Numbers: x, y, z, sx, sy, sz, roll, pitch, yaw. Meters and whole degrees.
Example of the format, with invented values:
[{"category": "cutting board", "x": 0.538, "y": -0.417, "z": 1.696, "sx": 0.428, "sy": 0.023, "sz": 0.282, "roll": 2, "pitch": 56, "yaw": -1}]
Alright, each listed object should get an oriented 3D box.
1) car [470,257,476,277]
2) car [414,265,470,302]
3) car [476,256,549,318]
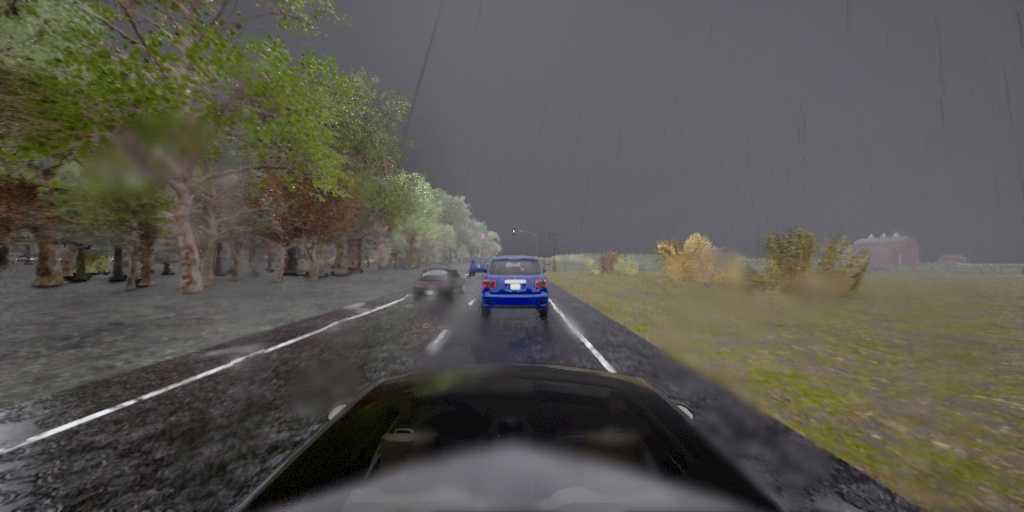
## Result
[{"category": "car", "x": -3.394, "y": 1.163, "z": 39.050, "sx": 2.150, "sy": 2.045, "sz": 5.566, "roll": 0, "pitch": 0, "yaw": 0}, {"category": "car", "x": -3.396, "y": 1.339, "z": 17.570, "sx": 1.837, "sy": 1.490, "sz": 4.892, "roll": 0, "pitch": 0, "yaw": 0}, {"category": "car", "x": 0.102, "y": 1.032, "z": 13.356, "sx": 2.150, "sy": 2.045, "sz": 5.566, "roll": 0, "pitch": -1, "yaw": 0}]
